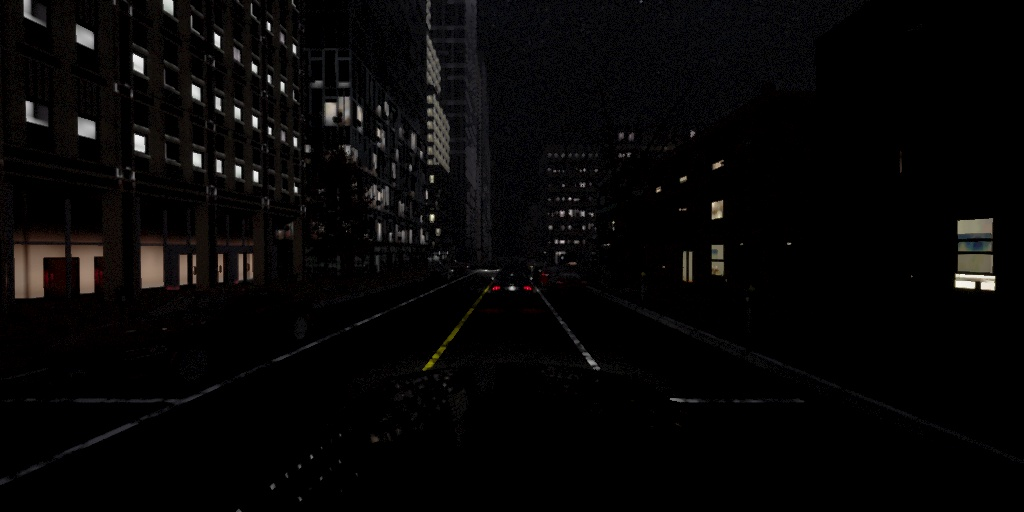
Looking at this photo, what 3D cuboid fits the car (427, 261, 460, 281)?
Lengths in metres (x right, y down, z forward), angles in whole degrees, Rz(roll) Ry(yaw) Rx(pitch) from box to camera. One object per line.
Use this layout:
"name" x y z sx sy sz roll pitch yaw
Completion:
"car" -5.794 1.291 29.520 2.007 1.370 4.403 0 0 0

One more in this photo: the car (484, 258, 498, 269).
"car" -3.000 1.298 53.506 1.837 1.490 4.892 0 0 0

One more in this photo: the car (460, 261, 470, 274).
"car" -5.821 1.284 40.809 1.888 1.381 4.507 0 0 0

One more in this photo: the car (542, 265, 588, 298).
"car" 2.723 1.325 18.175 1.802 1.307 4.207 0 0 0

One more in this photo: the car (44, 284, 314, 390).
"car" -5.691 1.292 6.945 1.888 1.381 4.507 0 0 0

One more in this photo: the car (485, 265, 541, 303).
"car" 0.000 1.308 16.501 2.033 1.411 5.357 0 0 0

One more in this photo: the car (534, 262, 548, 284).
"car" 2.758 1.287 23.819 1.888 1.381 4.507 0 0 0

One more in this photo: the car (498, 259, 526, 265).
"car" 0.000 1.258 31.504 1.837 1.490 4.892 0 0 0

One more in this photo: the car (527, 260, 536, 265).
"car" 2.819 1.290 35.107 2.007 1.370 4.403 0 0 0
